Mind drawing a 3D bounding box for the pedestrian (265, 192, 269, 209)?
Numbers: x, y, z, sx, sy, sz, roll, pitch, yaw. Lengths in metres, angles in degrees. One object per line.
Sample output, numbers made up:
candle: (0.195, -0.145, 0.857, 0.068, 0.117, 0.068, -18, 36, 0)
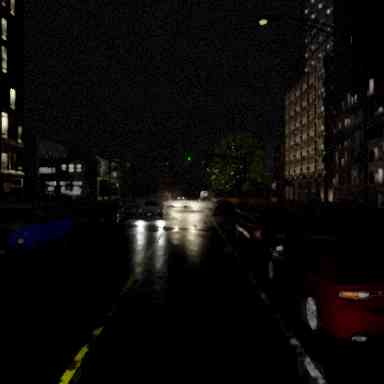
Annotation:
pedestrian: (8.145, 0.879, 36.171, 0.375, 1.860, 0.375, 0, 0, 0)

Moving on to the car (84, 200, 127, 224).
car: (-5.680, 1.382, 23.066, 1.947, 1.339, 4.313, 0, 0, 0)

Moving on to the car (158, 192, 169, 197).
car: (-5.671, 1.096, 61.081, 1.802, 1.307, 4.206, 0, 0, 0)

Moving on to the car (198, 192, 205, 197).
car: (2.717, 0.818, 94.386, 1.947, 1.339, 4.313, 0, 0, 0)

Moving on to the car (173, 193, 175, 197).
car: (-5.667, 0.934, 77.733, 2.008, 1.369, 4.403, 0, 0, 0)

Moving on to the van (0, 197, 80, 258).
van: (-5.682, 1.245, 11.986, 1.690, 1.788, 3.998, 0, 0, 0)

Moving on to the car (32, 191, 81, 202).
car: (-17.137, 0.768, 41.708, 5.009, 1.841, 2.192, 1, -1, -1)

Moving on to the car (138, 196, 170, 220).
car: (-3.064, 1.316, 26.256, 1.812, 1.442, 4.674, 0, 0, 0)

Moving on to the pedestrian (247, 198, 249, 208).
pedestrian: (6.145, 1.228, 36.772, 0.500, 1.100, 0.500, 0, 0, 0)

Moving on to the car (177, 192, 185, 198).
car: (-2.977, 0.818, 92.302, 1.994, 1.385, 4.181, 0, 0, 0)

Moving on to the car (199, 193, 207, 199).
car: (2.714, 0.890, 83.284, 2.008, 1.369, 4.403, 0, 0, 0)

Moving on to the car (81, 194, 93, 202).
car: (-17.256, 0.972, 50.085, 4.507, 1.381, 1.887, 1, -1, -1)

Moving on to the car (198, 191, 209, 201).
car: (2.711, 0.994, 66.801, 1.752, 1.417, 4.829, 0, 0, 0)

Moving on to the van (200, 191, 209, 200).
van: (2.713, 0.768, 72.181, 1.690, 1.788, 3.998, 0, 0, 0)

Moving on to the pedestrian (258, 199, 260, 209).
pedestrian: (7.145, 1.246, 35.572, 0.500, 1.100, 0.500, 0, 0, 0)

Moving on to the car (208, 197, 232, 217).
car: (2.701, 1.338, 28.604, 1.947, 1.339, 4.313, 0, 0, 0)

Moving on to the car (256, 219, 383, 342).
car: (2.696, 1.492, 6.447, 1.887, 1.381, 4.507, 0, 0, 0)

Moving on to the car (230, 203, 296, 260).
car: (2.698, 1.344, 11.985, 1.967, 1.590, 4.097, 0, 0, 0)

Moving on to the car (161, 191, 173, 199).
car: (-5.669, 0.786, 66.629, 2.192, 1.841, 5.009, 0, 0, 0)

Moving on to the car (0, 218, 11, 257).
car: (-5.684, 1.475, 6.279, 1.752, 1.417, 4.829, 0, 0, 0)

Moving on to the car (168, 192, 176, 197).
car: (-5.663, 0.779, 94.216, 1.752, 1.417, 4.829, 0, 0, 0)
